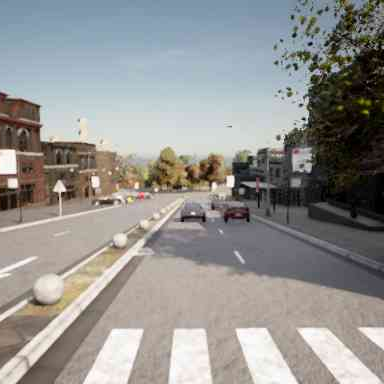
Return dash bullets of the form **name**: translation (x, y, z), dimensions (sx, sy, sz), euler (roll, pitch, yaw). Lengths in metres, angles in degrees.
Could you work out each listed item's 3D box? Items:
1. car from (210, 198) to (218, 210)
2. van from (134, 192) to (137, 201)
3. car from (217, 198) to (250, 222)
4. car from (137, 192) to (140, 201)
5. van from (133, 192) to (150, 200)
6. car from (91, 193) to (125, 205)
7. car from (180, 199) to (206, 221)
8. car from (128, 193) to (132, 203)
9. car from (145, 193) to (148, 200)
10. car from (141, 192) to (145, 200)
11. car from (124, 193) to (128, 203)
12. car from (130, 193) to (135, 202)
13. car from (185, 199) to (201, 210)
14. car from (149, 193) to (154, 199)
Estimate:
- **car**: translation (3.361, 1.462, 42.618), dimensions (2.128, 1.511, 4.902), euler (0, 0, 0)
- **van**: translation (-13.906, 1.182, 66.576), dimensions (4.442, 1.987, 1.878), euler (-1, 0, -20)
- **car**: translation (3.317, 1.458, 26.150), dimensions (1.882, 1.535, 5.008), euler (0, 0, 0)
- **car**: translation (-13.987, 1.278, 69.584), dimensions (4.553, 1.767, 2.185), euler (-1, 0, -20)
- **van**: translation (-14.164, 1.139, 93.900), dimensions (4.442, 1.987, 1.878), euler (-1, 0, -20)
- **car**: translation (-13.966, 1.434, 54.336), dimensions (4.892, 1.521, 2.231), euler (-1, 0, -20)
- **car**: translation (0.099, 1.547, 26.818), dimensions (1.994, 1.385, 4.181), euler (0, 0, 0)
- **car**: translation (-14.029, 1.450, 60.422), dimensions (4.792, 1.488, 2.163), euler (-1, 0, -20)
- **car**: translation (-14.058, 1.138, 78.701), dimensions (5.566, 2.045, 2.435), euler (-1, 0, -20)
- **car**: translation (-14.019, 1.395, 75.670), dimensions (4.892, 1.521, 2.231), euler (-1, 0, -20)
- **car**: translation (-14.024, 1.301, 57.378), dimensions (4.553, 1.767, 2.185), euler (-1, 0, -20)
- **car**: translation (-14.181, 1.414, 63.416), dimensions (5.366, 1.575, 1.946), euler (-1, 0, -20)
- **car**: translation (0.115, 1.574, 43.438), dimensions (1.895, 1.301, 4.718), euler (0, 0, 0)
- **car**: translation (-14.026, 1.117, 90.913), dimensions (5.566, 2.045, 2.435), euler (-1, 0, -20)
